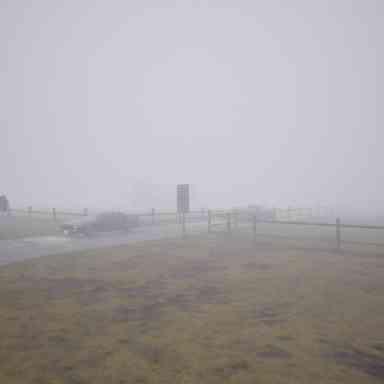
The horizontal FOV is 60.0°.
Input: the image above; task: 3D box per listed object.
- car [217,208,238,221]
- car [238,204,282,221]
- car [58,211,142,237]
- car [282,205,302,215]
[{"bbox_3d":[4.537,2.343,35.064,1.895,1.301,4.718,-1,-2,35],"label":"car"},{"bbox_3d":[6.856,2.036,33.255,2.097,1.767,4.553,-1,-2,35],"label":"car"},{"bbox_3d":[-5.547,1.915,20.839,2.033,1.411,5.357,-1,-2,35],"label":"car"},{"bbox_3d":[14.826,2.661,49.413,1.882,1.535,5.008,-1,-2,35],"label":"car"}]
